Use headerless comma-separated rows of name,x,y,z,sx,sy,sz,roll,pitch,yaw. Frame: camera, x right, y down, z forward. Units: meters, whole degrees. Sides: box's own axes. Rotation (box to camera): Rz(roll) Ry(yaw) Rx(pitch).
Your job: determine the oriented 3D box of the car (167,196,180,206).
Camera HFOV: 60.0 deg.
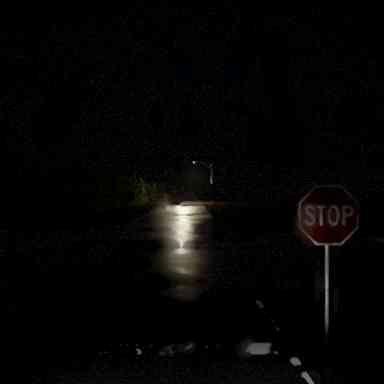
car,-2.830,1.314,51.269,1.882,1.535,5.008,0,1,0
